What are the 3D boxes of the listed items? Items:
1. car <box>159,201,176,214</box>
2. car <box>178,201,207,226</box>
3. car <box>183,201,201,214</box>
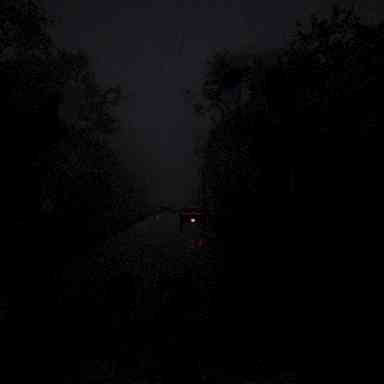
[{"bbox_3d":[-2.953,1.870,40.377,1.882,1.535,5.008,0,-1,0],"label":"car"},{"bbox_3d":[0.062,1.643,24.336,1.837,1.490,4.892,0,-1,0],"label":"car"},{"bbox_3d":[-0.021,1.921,42.256,2.128,1.511,4.902,0,-1,0],"label":"car"}]
